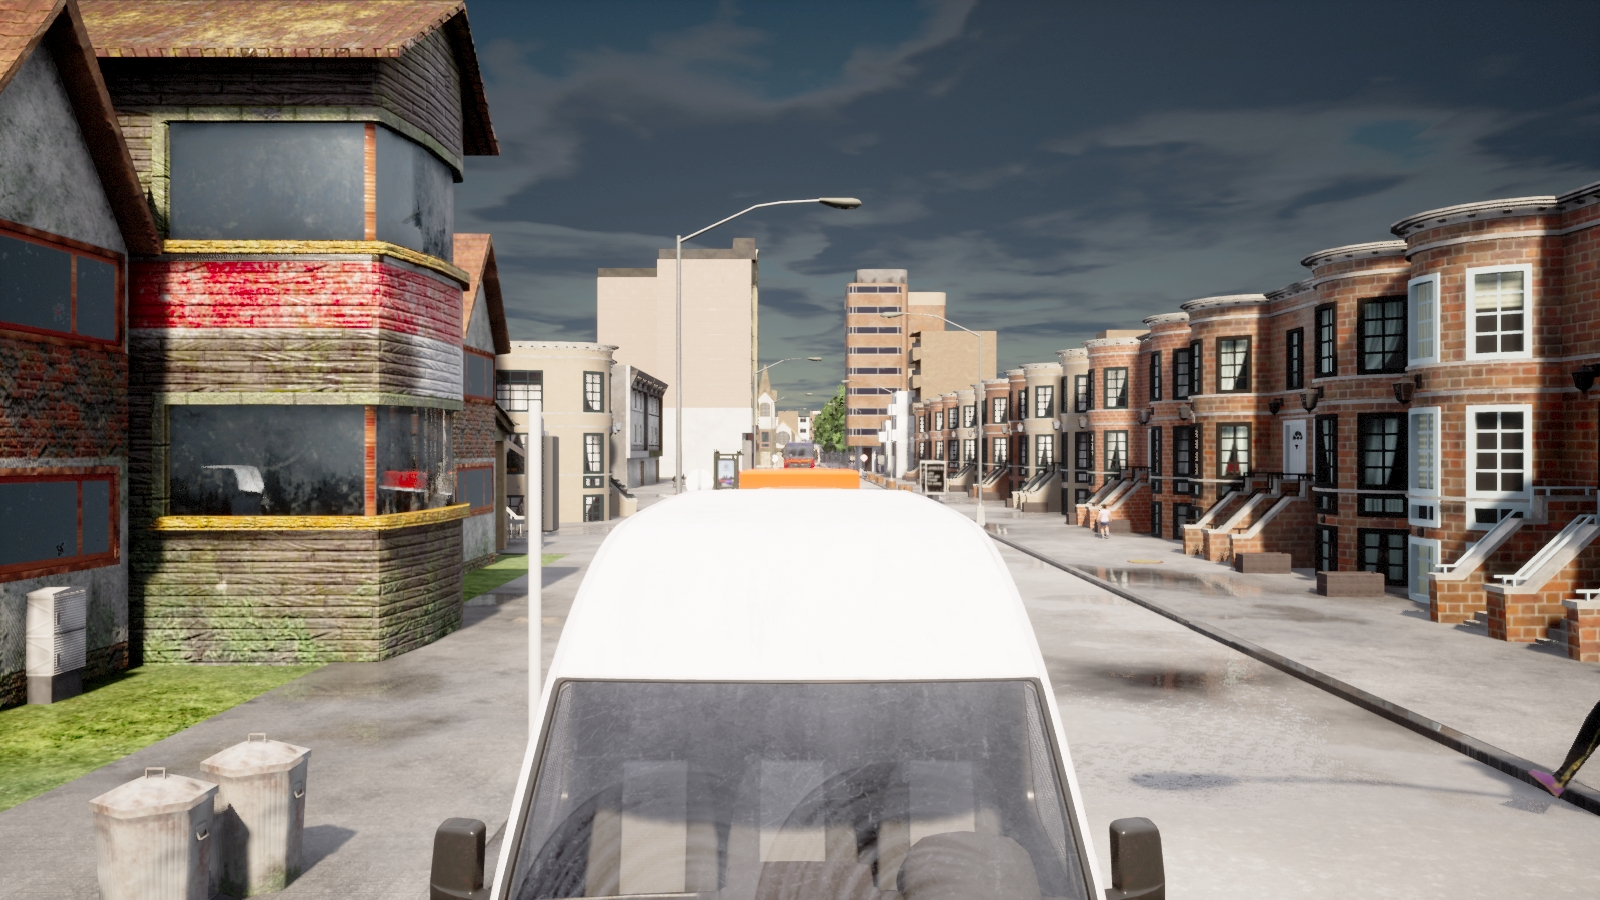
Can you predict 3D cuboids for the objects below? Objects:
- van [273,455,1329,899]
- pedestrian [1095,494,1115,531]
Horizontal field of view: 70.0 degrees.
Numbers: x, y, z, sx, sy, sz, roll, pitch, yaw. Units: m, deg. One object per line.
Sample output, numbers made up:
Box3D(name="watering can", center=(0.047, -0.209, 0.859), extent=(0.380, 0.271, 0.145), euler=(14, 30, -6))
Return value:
Box3D(name="van", center=(-0.003, 1.314, 5.110), extent=(1.988, 2.561, 5.915), euler=(0, 0, 0))
Box3D(name="pedestrian", center=(9.307, 1.903, 34.836), extent=(0.500, 1.100, 0.500), euler=(0, 0, 3))
